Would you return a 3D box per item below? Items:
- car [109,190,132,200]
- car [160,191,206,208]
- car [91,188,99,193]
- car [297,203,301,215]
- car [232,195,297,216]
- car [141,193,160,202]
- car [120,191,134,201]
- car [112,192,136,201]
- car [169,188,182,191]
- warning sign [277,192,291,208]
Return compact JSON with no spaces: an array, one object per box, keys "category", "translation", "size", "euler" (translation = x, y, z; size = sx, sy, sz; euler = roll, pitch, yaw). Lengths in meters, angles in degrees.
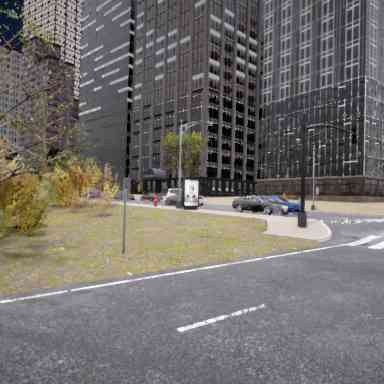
[{"category":"car","translation":[-13.629,0.505,63.390],"size":[2.097,1.767,4.553],"euler":[3,-1,-43]},{"category":"car","translation":[-0.929,0.919,33.950],"size":[1.994,1.385,4.181],"euler":[3,0,-40]},{"category":"car","translation":[-15.151,0.181,50.519],"size":[2.150,2.045,5.566],"euler":[3,-1,-41]},{"category":"car","translation":[7.278,1.114,29.094],"size":[1.882,1.535,5.008],"euler":[3,-1,-39]},{"category":"car","translation":[5.335,1.027,26.324],"size":[2.128,1.511,4.902],"euler":[3,-1,-39]},{"category":"car","translation":[-6.802,0.865,55.895],"size":[1.812,1.442,4.674],"euler":[3,-1,-41]},{"category":"car","translation":[-11.031,0.646,50.721],"size":[1.812,1.442,4.674],"euler":[3,-1,-41]},{"category":"car","translation":[-11.603,0.722,56.444],"size":[1.994,1.385,4.181],"euler":[3,-1,-42]},{"category":"car","translation":[-0.800,0.631,38.866],"size":[2.150,2.045,5.566],"euler":[3,-1,-40]},{"category":"warning sign","translation":[10.960,0.990,39.546],"size":[1.300,1.860,1.060],"euler":[2,-1,-40]}]
